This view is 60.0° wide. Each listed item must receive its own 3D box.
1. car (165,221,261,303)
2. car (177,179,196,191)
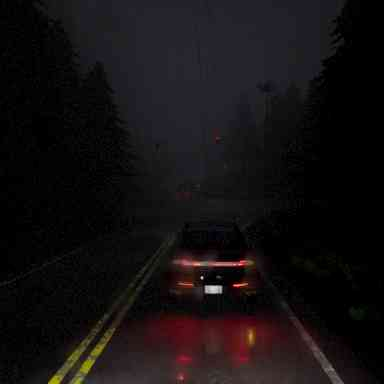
[{"bbox_3d":[0.448,1.465,8.175,2.128,1.511,4.902,0,0,2],"label":"car"},{"bbox_3d":[-0.702,-1.076,45.225,1.812,1.442,4.674,1,9,14],"label":"car"}]
